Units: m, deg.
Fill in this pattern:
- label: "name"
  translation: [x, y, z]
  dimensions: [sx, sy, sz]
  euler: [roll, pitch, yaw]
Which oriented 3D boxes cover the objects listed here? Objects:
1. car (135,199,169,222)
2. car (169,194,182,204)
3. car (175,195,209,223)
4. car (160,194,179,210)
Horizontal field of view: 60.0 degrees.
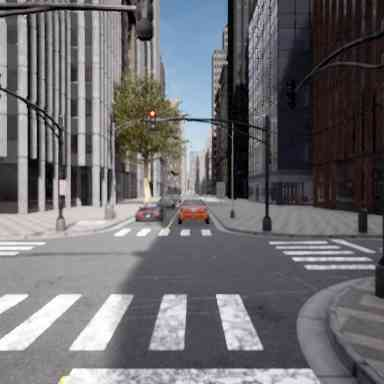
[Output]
- label: "car"
  translation: [-3.090, 1.493, 25.328]
  dimensions: [1.994, 1.385, 4.181]
  euler: [0, 0, 0]
- label: "car"
  translation: [-2.975, 1.187, 60.248]
  dimensions: [2.097, 1.767, 4.553]
  euler: [0, 0, 0]
- label: "car"
  translation: [0.110, 1.283, 24.614]
  dimensions: [2.097, 1.767, 4.553]
  euler: [0, 0, 0]
- label: "car"
  translation: [-3.078, 1.239, 40.319]
  dimensions: [2.097, 1.767, 4.553]
  euler: [0, 0, 0]
